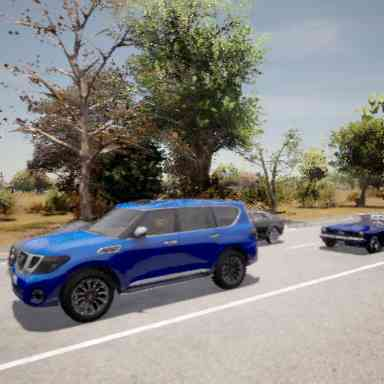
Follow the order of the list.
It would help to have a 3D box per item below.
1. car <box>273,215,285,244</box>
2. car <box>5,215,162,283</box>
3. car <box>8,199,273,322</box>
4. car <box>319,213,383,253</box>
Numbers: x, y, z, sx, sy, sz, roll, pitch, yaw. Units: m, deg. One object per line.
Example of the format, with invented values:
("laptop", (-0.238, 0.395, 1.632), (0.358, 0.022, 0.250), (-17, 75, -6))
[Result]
("car", (1.791, 1.459, 13.822), (4.902, 1.511, 2.128), (0, 0, -36))
("car", (-3.252, 1.558, 10.225), (4.181, 1.385, 1.994), (0, 0, -35))
("car", (-0.925, 1.212, 7.590), (5.566, 2.045, 2.150), (0, 0, -35))
("car", (7.253, 1.547, 13.536), (4.718, 1.301, 1.895), (0, 0, -36))
